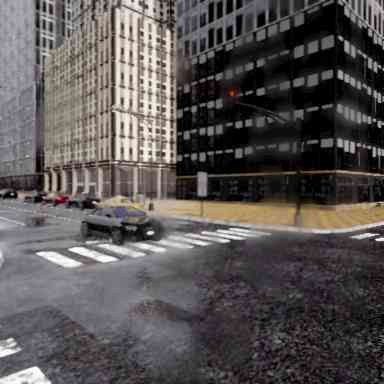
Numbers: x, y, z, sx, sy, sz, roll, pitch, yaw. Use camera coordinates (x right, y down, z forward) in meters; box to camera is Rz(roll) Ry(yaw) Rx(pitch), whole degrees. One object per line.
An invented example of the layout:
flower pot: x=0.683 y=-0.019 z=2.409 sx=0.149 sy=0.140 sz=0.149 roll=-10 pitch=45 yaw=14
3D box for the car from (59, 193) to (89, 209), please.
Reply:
car: x=-9.394 y=0.839 z=28.741 sx=1.947 sy=1.339 sz=4.313 roll=1 pitch=1 yaw=-44

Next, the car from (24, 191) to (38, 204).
car: x=-17.160 y=0.545 z=36.864 sx=1.947 sy=1.339 sz=4.313 roll=1 pitch=1 yaw=-44

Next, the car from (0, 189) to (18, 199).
car: x=-24.925 y=0.251 z=44.987 sx=1.947 sy=1.339 sz=4.313 roll=1 pitch=1 yaw=-44

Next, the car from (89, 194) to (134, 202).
car: x=-5.567 y=0.941 z=24.866 sx=1.752 sy=1.417 sz=4.829 roll=1 pitch=1 yaw=-44

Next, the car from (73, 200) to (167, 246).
car: x=-2.892 y=1.265 z=13.687 sx=1.994 sy=1.385 sz=4.181 roll=0 pitch=2 yaw=-44

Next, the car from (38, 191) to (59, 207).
car: x=-13.277 y=0.708 z=32.802 sx=1.802 sy=1.307 sz=4.206 roll=1 pitch=1 yaw=-44
